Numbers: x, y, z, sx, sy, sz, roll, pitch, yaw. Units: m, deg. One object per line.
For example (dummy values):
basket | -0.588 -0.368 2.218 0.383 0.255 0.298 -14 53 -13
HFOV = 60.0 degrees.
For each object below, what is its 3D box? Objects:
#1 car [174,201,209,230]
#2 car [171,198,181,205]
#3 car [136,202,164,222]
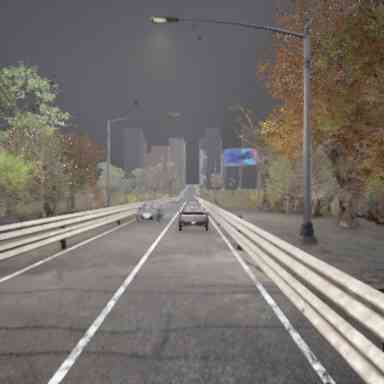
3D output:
car | 0.091 1.577 21.486 2.128 1.511 4.902 0 0 0
car | -3.308 1.874 68.691 1.812 1.442 4.674 0 0 0
car | -3.356 1.610 27.219 2.128 1.511 4.902 0 0 0
